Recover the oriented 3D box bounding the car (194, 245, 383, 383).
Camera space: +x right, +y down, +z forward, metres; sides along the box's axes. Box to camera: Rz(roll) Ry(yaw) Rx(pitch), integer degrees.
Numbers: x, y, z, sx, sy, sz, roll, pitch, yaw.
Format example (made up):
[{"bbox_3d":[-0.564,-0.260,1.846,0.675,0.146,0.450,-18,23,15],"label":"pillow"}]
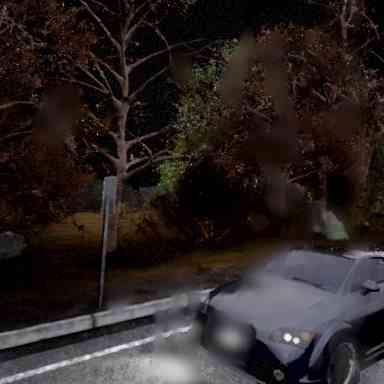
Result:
[{"bbox_3d":[2.089,1.592,5.176,4.181,1.385,1.994,0,0,-36],"label":"car"}]
